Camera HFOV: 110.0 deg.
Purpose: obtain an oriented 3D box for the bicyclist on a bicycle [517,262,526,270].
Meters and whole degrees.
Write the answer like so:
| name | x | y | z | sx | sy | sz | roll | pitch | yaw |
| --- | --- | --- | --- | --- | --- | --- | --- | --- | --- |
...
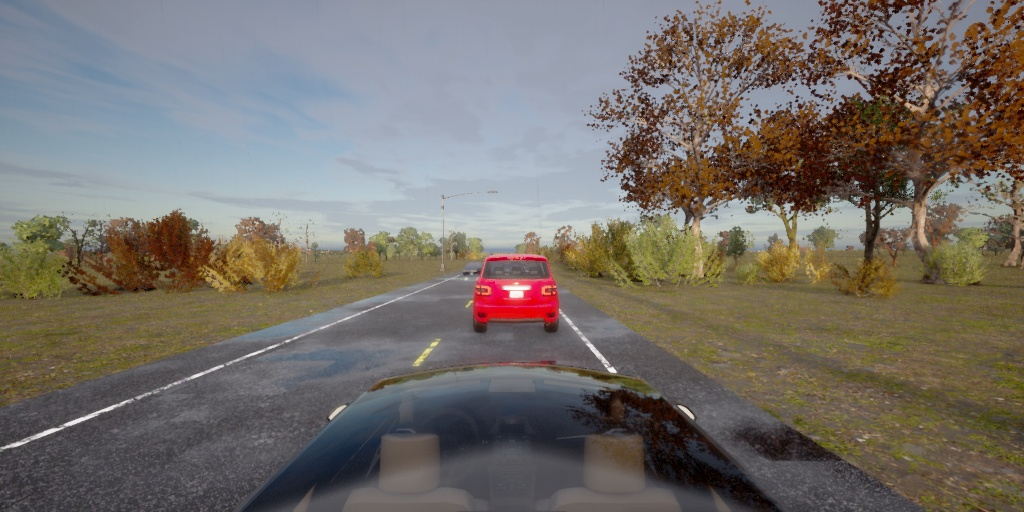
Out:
| name | x | y | z | sx | sy | sz | roll | pitch | yaw |
| --- | --- | --- | --- | --- | --- | --- | --- | --- | --- |
| bicyclist on a bicycle | 0.873 | 1.110 | 30.063 | 0.659 | 1.776 | 1.843 | 0 | 0 | 0 |

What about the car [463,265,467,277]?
| name | x | y | z | sx | sy | sz | roll | pitch | yaw |
| --- | --- | --- | --- | --- | --- | --- | --- | --- | --- |
| car | -3.724 | 1.286 | 35.652 | 2.033 | 1.411 | 5.357 | 0 | 0 | -1 |

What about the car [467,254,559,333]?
| name | x | y | z | sx | sy | sz | roll | pitch | yaw |
| --- | --- | --- | --- | --- | --- | --- | --- | --- | --- |
| car | 0.083 | 0.968 | 10.884 | 2.150 | 2.045 | 5.566 | 0 | 0 | -1 |
